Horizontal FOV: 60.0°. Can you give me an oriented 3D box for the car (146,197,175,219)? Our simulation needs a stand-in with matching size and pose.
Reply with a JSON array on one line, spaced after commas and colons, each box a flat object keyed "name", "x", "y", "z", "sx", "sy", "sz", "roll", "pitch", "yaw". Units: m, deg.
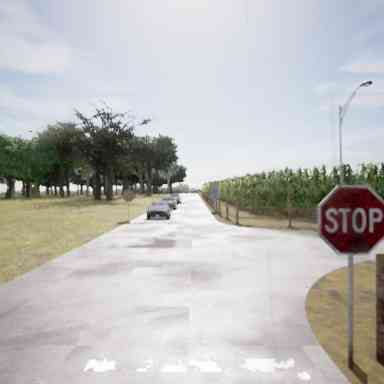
[{"name": "car", "x": -2.759, "y": 1.462, "z": 28.364, "sx": 2.033, "sy": 1.411, "sz": 5.357, "roll": 0, "pitch": 0, "yaw": -2}]

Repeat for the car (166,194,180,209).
[{"name": "car", "x": -2.797, "y": 1.294, "z": 39.415, "sx": 1.837, "sy": 1.490, "sz": 4.892, "roll": 0, "pitch": 1, "yaw": 0}]
